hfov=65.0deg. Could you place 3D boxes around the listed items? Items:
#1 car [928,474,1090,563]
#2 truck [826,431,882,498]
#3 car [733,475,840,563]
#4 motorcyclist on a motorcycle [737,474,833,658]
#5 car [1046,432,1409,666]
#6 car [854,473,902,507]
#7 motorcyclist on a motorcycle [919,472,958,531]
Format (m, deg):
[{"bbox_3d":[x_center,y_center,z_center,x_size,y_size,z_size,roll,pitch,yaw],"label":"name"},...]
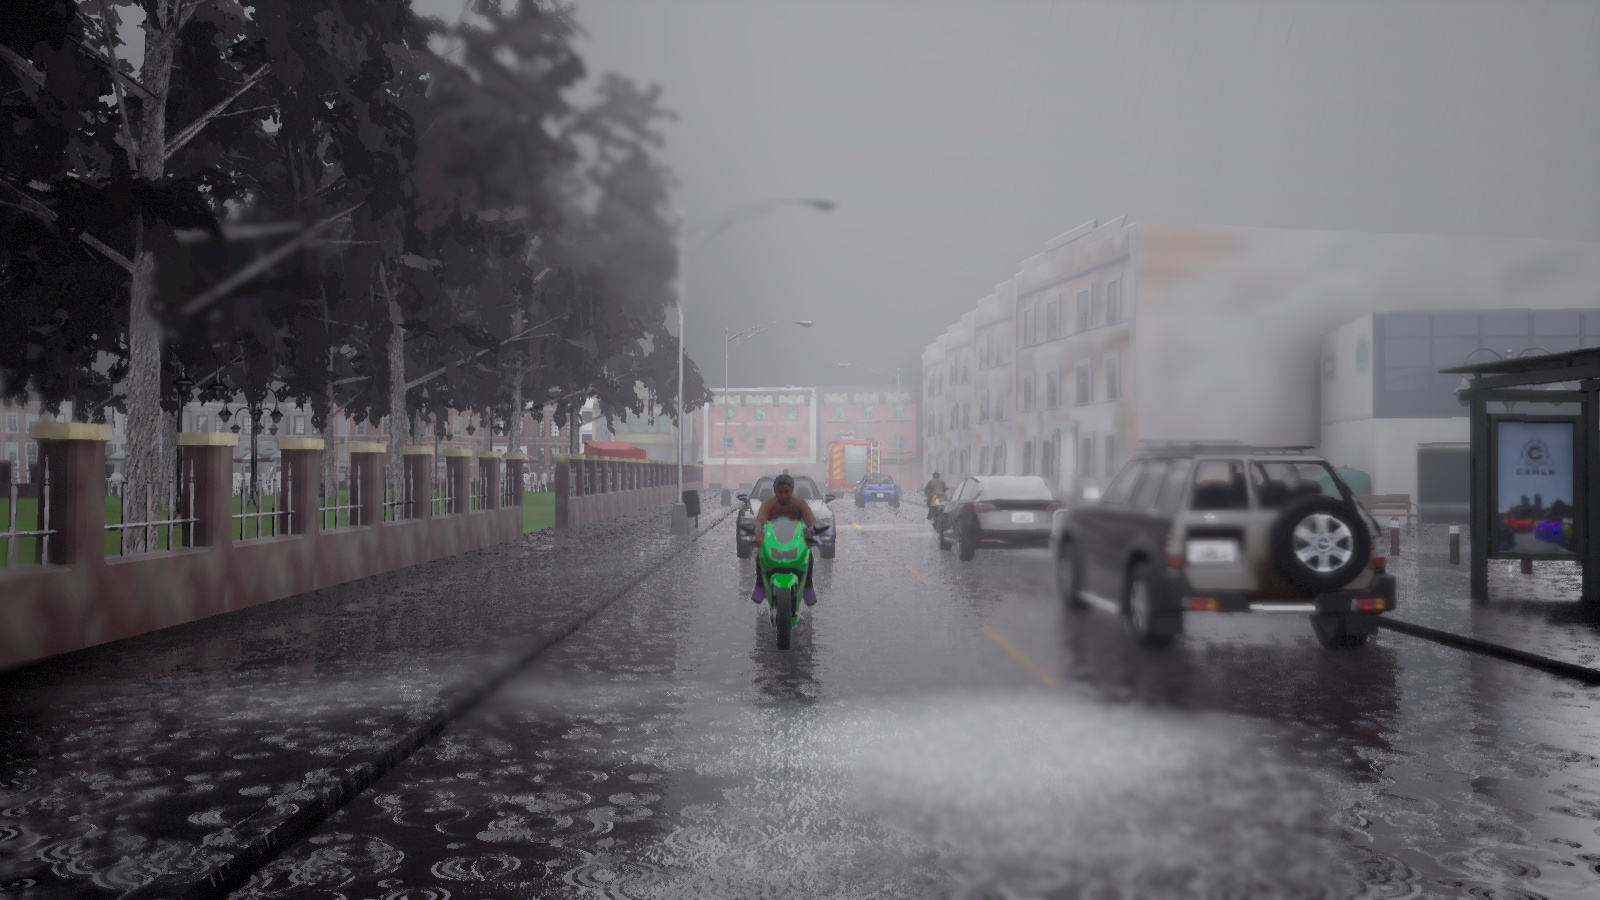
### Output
[{"bbox_3d":[3.752,1.192,23.441,2.163,1.488,4.792,0,-1,-1],"label":"car"},{"bbox_3d":[3.181,0.914,76.205,2.891,3.827,8.468,0,-1,-1],"label":"truck"},{"bbox_3d":[-0.249,1.224,23.578,1.816,1.474,4.193,0,-1,-1],"label":"car"},{"bbox_3d":[-0.133,0.990,11.516,0.797,1.523,2.044,0,-1,0],"label":"motorcyclist on a motorcycle"},{"bbox_3d":[3.860,0.822,12.318,1.932,1.855,4.605,0,-1,-1],"label":"car"},{"bbox_3d":[3.414,1.748,55.730,1.816,1.474,4.193,0,-1,-1],"label":"car"},{"bbox_3d":[3.655,1.340,33.324,0.797,1.523,2.044,0,-1,-1],"label":"motorcyclist on a motorcycle"}]
